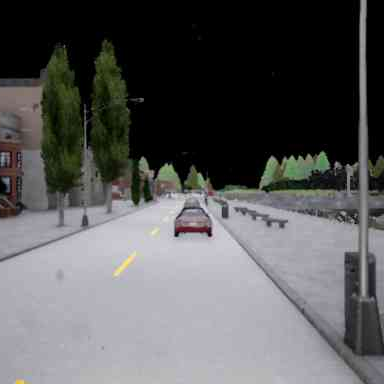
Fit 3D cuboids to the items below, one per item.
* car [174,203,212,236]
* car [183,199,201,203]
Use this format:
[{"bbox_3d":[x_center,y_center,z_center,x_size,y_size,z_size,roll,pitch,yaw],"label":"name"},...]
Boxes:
[{"bbox_3d":[0.053,1.507,18.078,1.994,1.385,4.181,0,0,0],"label":"car"},{"bbox_3d":[0.008,1.434,36.240,2.033,1.411,5.357,0,0,0],"label":"car"}]
